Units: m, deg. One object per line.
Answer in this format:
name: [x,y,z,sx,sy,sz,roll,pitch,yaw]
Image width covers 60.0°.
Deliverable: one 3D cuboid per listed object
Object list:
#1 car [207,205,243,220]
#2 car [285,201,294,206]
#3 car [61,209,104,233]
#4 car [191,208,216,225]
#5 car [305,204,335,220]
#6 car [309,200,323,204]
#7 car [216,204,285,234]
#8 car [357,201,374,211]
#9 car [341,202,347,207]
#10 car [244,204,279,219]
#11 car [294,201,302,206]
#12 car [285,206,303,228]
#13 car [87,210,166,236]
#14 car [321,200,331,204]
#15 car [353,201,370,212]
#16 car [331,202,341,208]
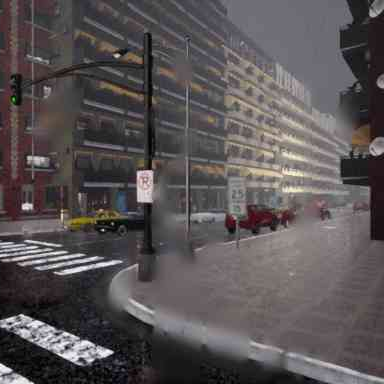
car: [3.634,2.164,36.042,1.887,1.381,4.507,-1,-2,35]
car: [13.279,2.446,49.822,1.752,1.417,4.829,-1,-2,35]
car: [-6.209,1.834,21.984,1.752,1.417,4.829,-1,-2,35]
car: [1.915,2.093,29.048,1.895,1.301,4.718,0,-1,35]
car: [13.755,2.284,35.944,1.802,1.307,4.206,-1,-2,35]
car: [23.122,2.770,63.881,1.887,1.381,4.507,-1,-2,35]
car: [4.009,1.711,22.033,2.192,1.841,5.009,-1,-2,35]
car: [33.241,2.621,63.788,2.192,1.841,5.009,-1,-2,35]
car: [39.364,3.281,87.080,1.947,1.339,4.313,-1,-2,35]
car: [7.890,2.170,37.561,2.128,1.511,4.902,0,-1,35]
car: [16.624,2.340,54.607,2.192,1.841,5.009,-1,-2,35]
car: [7.259,2.043,26.666,1.887,1.381,4.507,-1,-2,35]
car: [-3.830,1.911,20.841,1.895,1.301,4.718,0,-1,35]
car: [26.368,2.640,68.525,2.192,1.841,5.009,-1,-2,35]
car: [29.992,2.522,59.148,2.192,1.841,5.009,-1,-2,35]
car: [32.866,3.066,77.800,1.887,1.381,4.507,-1,-2,35]
